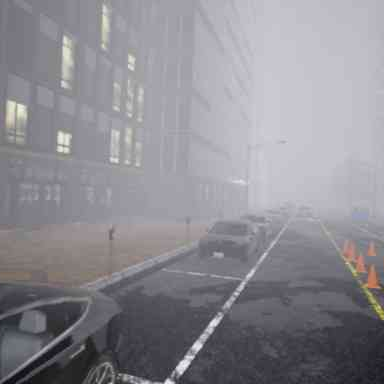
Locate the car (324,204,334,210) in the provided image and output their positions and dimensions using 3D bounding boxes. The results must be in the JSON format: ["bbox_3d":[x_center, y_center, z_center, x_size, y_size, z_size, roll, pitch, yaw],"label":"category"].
[{"bbox_3d":[35.223,3.790,85.807,2.008,1.369,4.403,2,-1,19],"label":"car"}]

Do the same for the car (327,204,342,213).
[{"bbox_3d":[27.879,3.308,64.239,2.008,1.369,4.403,2,-1,19],"label":"car"}]

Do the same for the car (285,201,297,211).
[{"bbox_3d":[19.963,2.752,66.948,2.192,1.841,5.009,2,-1,19],"label":"car"}]

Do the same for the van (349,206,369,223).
[{"bbox_3d":[18.707,2.482,37.284,1.690,1.788,3.998,2,-1,19],"label":"van"}]

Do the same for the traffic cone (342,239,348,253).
[{"bbox_3d":[6.784,2.383,14.617,0.340,0.580,0.340,2,-1,19],"label":"traffic cone"}]

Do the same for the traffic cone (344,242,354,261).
[{"bbox_3d":[6.139,2.338,12.724,0.340,0.580,0.340,2,-1,19],"label":"traffic cone"}]

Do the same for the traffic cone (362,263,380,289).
[{"bbox_3d":[4.850,2.248,8.938,0.340,0.580,0.340,2,-1,19],"label":"traffic cone"}]

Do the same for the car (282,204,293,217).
[{"bbox_3d":[10.772,2.403,39.988,1.802,1.307,4.206,2,-1,19],"label":"car"}]

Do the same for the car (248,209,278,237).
[{"bbox_3d":[3.431,1.860,18.421,1.887,1.381,4.507,2,-1,19],"label":"car"}]

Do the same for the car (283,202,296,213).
[{"bbox_3d":[14.446,2.635,50.771,1.947,1.339,4.313,2,-1,19],"label":"car"}]

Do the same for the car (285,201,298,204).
[{"bbox_3d":[16.291,2.508,56.164,2.192,1.841,5.009,2,-1,19],"label":"car"}]

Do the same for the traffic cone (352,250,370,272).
[{"bbox_3d":[5.495,2.293,10.831,0.340,0.580,0.340,2,-1,19],"label":"traffic cone"}]

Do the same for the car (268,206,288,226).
[{"bbox_3d":[7.101,2.151,29.204,1.802,1.307,4.206,2,-1,19],"label":"car"}]

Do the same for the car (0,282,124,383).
[{"bbox_3d":[-2.077,1.497,2.247,1.947,1.339,4.313,2,-1,19],"label":"car"}]

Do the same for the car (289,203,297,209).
[{"bbox_3d":[23.625,3.262,77.730,1.802,1.307,4.206,2,-1,19],"label":"car"}]

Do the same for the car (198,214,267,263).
[{"bbox_3d":[1.594,1.753,13.029,1.947,1.339,4.313,2,-1,19],"label":"car"}]

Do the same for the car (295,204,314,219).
[{"bbox_3d":[14.247,2.512,41.834,1.812,1.442,4.674,2,-1,19],"label":"car"}]

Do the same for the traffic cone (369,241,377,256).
[{"bbox_3d":[7.729,2.421,14.294,0.340,0.580,0.340,2,-1,19],"label":"traffic cone"}]

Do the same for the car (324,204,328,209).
[{"bbox_3d":[31.551,3.551,75.023,2.008,1.369,4.403,2,-1,19],"label":"car"}]
